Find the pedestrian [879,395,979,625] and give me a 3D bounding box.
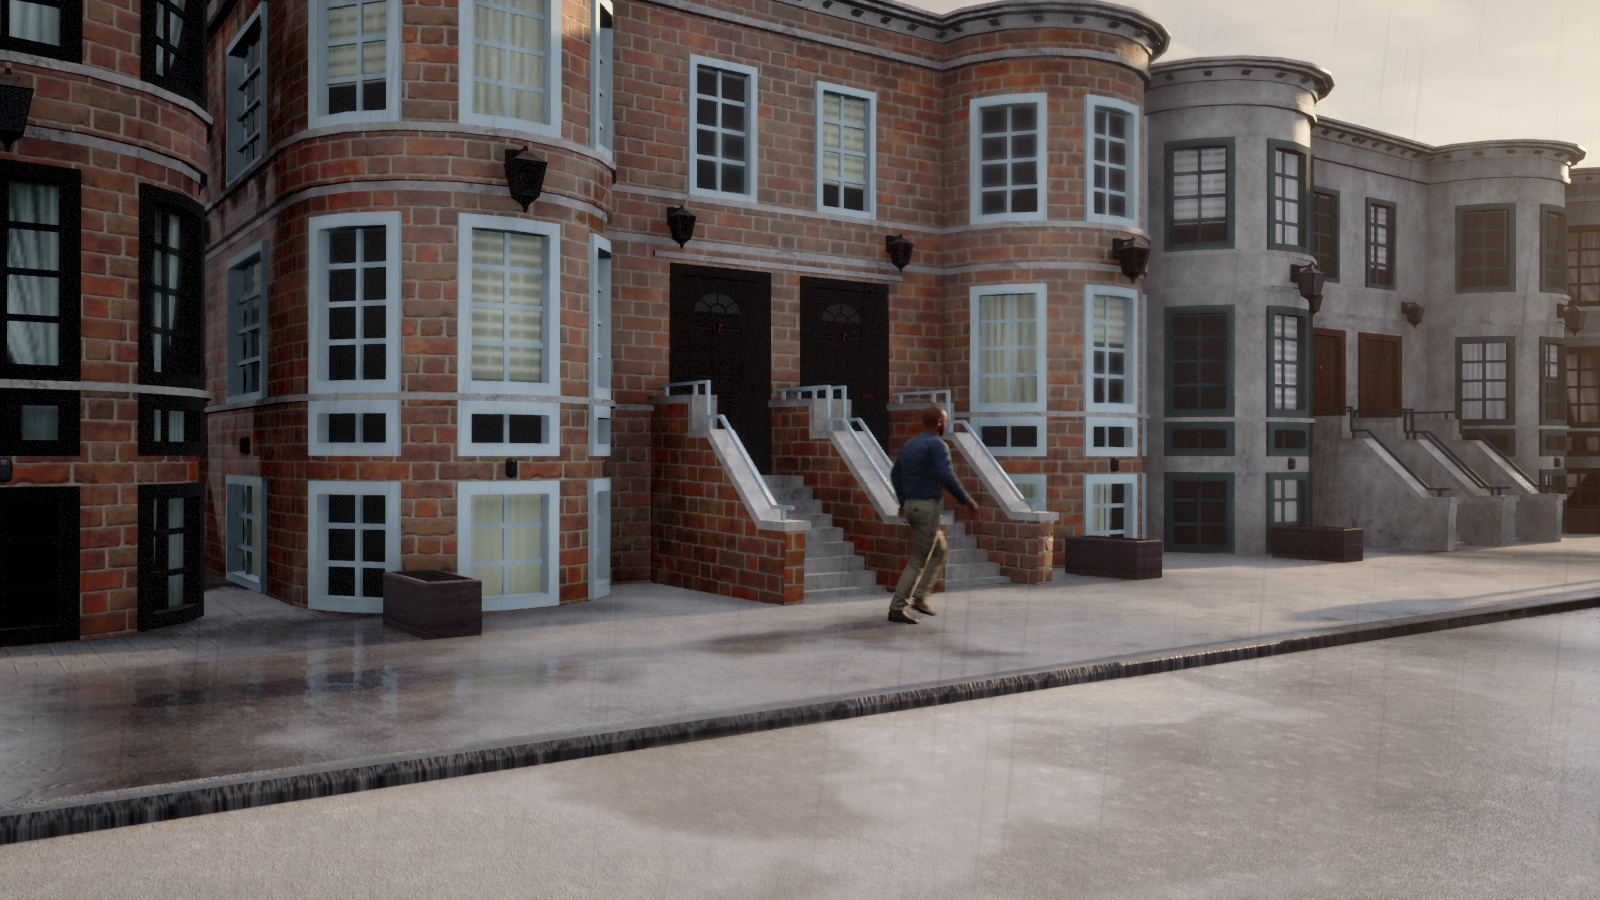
[{"bbox_3d":[1.062,0.478,10.345,0.726,1.835,0.370,0,0,-28],"label":"pedestrian"}]
